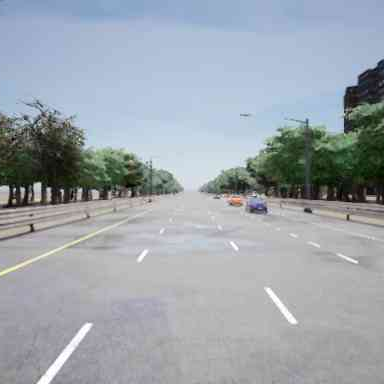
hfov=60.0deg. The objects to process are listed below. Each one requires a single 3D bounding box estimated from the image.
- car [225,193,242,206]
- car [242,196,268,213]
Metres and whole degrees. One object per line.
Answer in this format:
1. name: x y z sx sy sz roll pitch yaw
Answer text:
1. car: 7.124 1.349 55.497 2.097 1.767 4.553 0 0 0
2. car: 7.067 1.533 36.610 1.812 1.442 4.674 0 0 0
